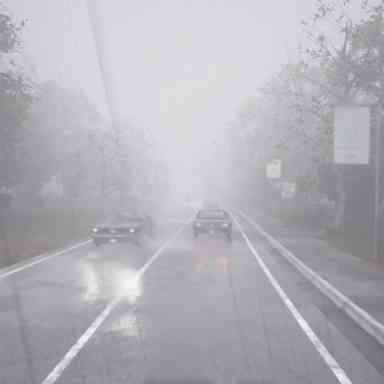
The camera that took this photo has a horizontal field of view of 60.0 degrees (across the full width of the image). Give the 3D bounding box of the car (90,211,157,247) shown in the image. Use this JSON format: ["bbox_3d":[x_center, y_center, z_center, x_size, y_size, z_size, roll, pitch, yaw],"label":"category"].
[{"bbox_3d":[-2.847,1.541,14.831,1.895,1.301,4.718,1,0,4],"label":"car"}]

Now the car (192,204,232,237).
[{"bbox_3d":[1.092,1.566,17.767,1.895,1.301,4.718,1,0,4],"label":"car"}]

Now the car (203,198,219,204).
[{"bbox_3d":[2.231,1.445,39.489,2.033,1.411,5.357,0,0,0],"label":"car"}]
